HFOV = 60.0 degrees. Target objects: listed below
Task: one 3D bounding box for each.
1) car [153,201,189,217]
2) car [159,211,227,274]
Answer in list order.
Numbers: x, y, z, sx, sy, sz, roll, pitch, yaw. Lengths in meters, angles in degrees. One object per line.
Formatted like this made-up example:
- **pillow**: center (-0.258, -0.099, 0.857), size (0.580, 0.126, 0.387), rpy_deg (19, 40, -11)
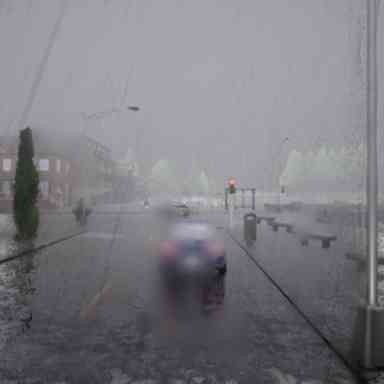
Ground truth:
- **car**: center (-1.898, 1.562, 29.117), size (2.128, 1.511, 4.902), rpy_deg (1, 0, -24)
- **car**: center (0.040, 1.551, 10.488), size (1.812, 1.442, 4.674), rpy_deg (0, 0, 1)
